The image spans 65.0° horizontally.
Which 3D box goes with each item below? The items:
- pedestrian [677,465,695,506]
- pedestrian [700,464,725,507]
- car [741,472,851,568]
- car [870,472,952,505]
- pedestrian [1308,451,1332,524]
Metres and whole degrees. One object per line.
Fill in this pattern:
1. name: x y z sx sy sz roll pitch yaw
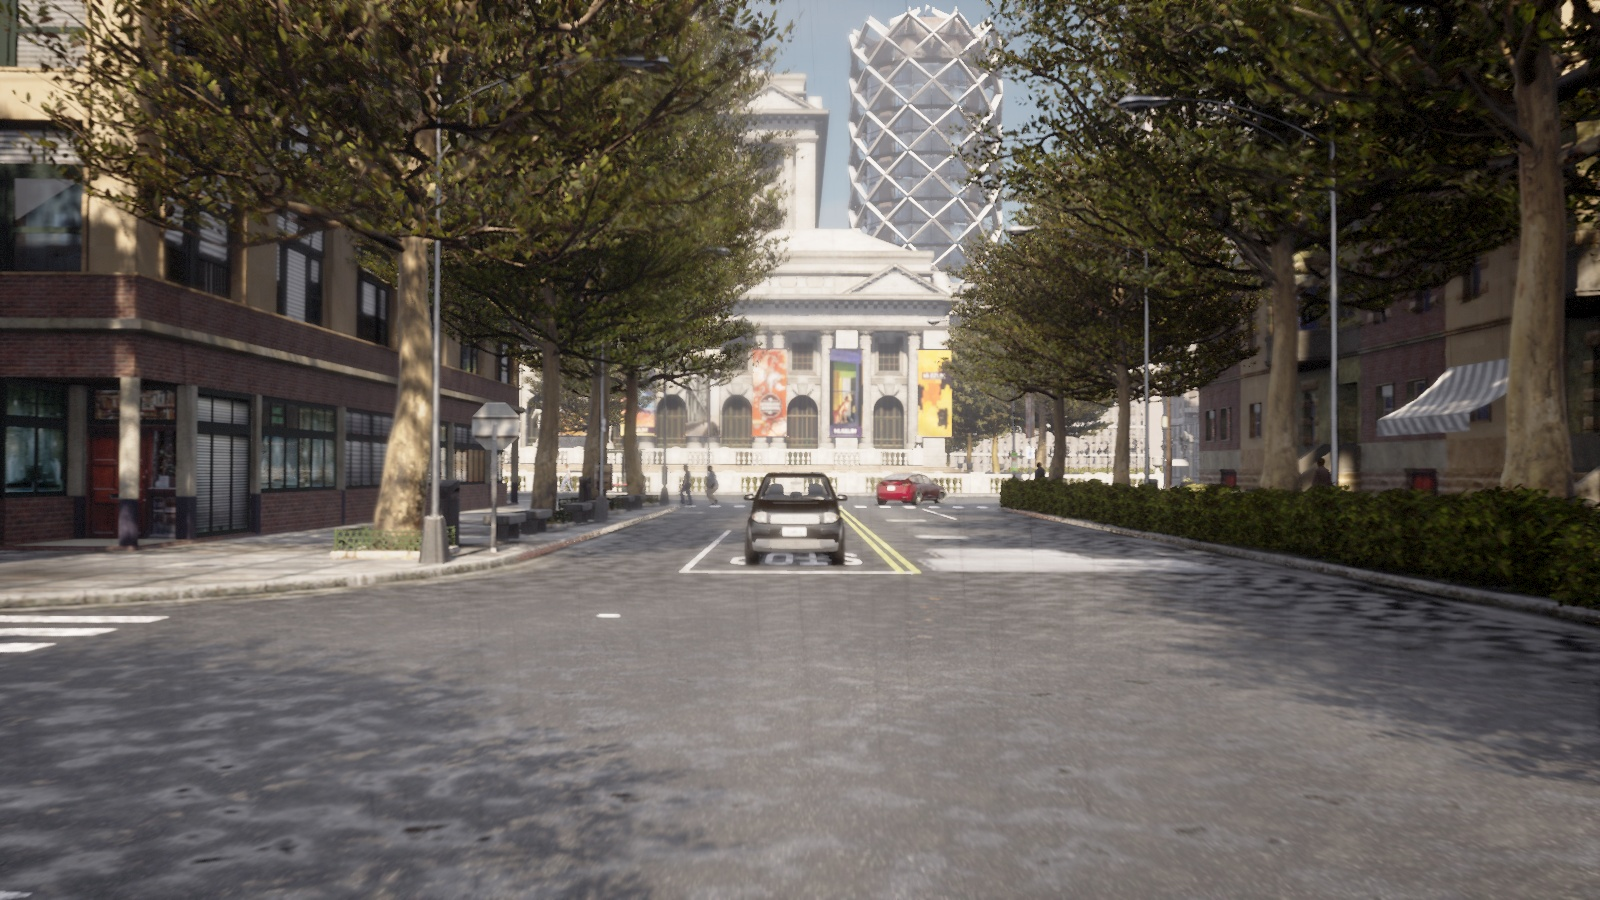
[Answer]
1. pedestrian: -5.050 1.565 55.609 0.706 1.836 0.354 0 -1 5
2. pedestrian: -3.839 1.554 54.823 0.900 1.855 0.874 0 -1 -17
3. car: -0.063 1.166 22.271 1.789 1.549 3.705 0 -1 0
4. car: 5.282 1.786 59.310 2.163 1.488 4.792 -1 -1 28
5. pedestrian: 13.376 0.958 32.295 0.331 1.846 0.634 0 -1 0
